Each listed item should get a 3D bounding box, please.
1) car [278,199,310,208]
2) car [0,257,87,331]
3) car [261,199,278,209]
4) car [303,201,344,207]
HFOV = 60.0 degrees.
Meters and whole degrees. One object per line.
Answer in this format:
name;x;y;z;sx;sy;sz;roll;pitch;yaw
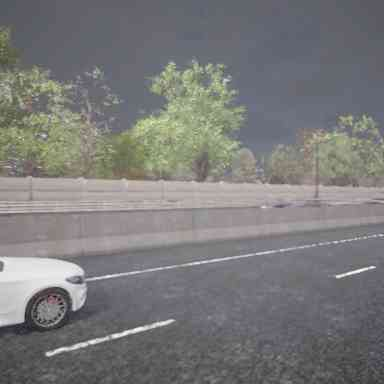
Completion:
car;11.461;1.586;34.231;5.008;1.535;1.882;0;0;-36
car;-4.043;1.496;5.108;4.674;1.442;1.812;0;0;-36
car;9.806;1.589;37.357;4.902;1.511;2.128;1;0;-36
car;12.839;1.717;30.901;4.718;1.301;1.895;0;0;-36
